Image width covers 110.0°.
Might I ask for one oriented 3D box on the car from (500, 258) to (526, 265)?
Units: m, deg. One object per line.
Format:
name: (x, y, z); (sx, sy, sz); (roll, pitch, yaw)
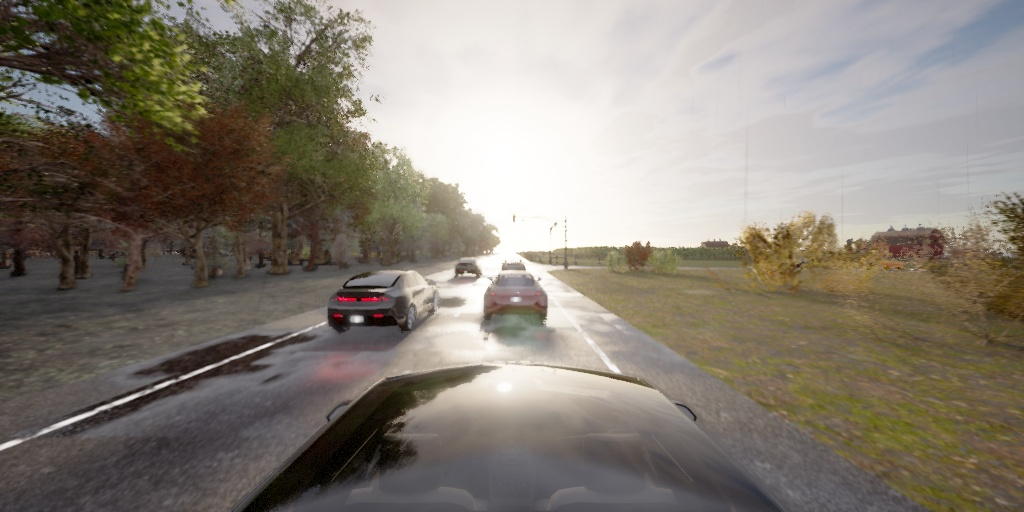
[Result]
car: (0.096, 0.871, 28.623); (2.128, 1.511, 4.902); (0, 0, 0)

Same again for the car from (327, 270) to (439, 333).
car: (-3.405, 1.136, 10.299); (1.837, 1.490, 4.892); (0, 0, 0)

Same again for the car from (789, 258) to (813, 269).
car: (39.740, 1.036, 50.847); (5.008, 1.535, 1.882); (1, 0, 1)

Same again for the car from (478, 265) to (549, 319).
car: (0.098, 1.172, 12.079); (1.994, 1.385, 4.181); (0, 1, 0)

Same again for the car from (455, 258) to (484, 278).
car: (-3.404, 0.885, 28.734); (1.837, 1.490, 4.892); (0, 1, 0)
